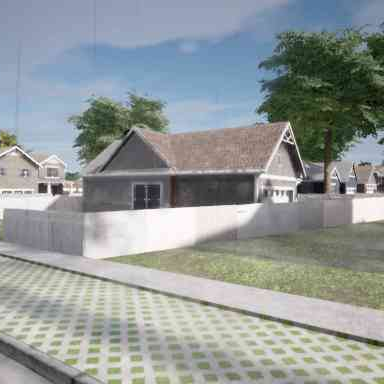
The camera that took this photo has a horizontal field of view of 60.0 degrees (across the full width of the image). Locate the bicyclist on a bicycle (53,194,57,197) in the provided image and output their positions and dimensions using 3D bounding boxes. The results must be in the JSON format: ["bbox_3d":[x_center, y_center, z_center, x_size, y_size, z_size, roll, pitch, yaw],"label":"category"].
[{"bbox_3d":[-13.010,1.032,31.523,1.656,1.620,0.582,0,1,34],"label":"bicyclist on a bicycle"}]
